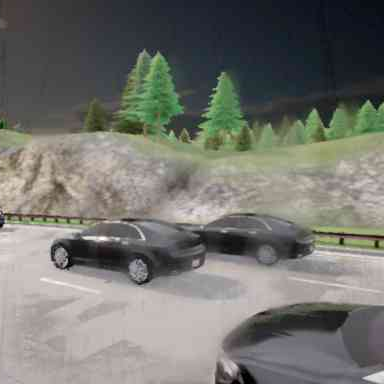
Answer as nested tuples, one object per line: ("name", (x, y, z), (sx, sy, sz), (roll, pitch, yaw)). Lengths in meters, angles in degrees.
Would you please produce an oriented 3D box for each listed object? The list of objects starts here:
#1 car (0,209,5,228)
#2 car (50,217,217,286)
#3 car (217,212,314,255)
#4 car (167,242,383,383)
("car", (-13.262, 1.270, 19.634), (4.553, 1.767, 2.097), (0, 0, 26))
("car", (-1.955, 1.464, 9.336), (4.892, 1.490, 1.837), (0, 0, 32))
("car", (1.533, 1.453, 11.259), (4.892, 1.490, 1.837), (0, 0, 33))
("car", (2.421, 1.481, 2.197), (4.902, 1.511, 2.128), (0, 0, 36))
